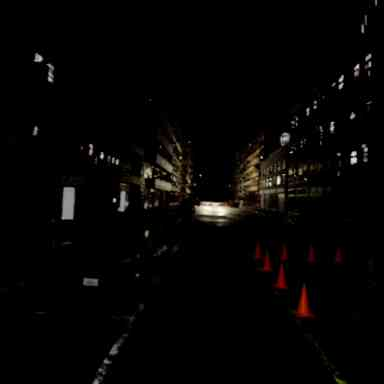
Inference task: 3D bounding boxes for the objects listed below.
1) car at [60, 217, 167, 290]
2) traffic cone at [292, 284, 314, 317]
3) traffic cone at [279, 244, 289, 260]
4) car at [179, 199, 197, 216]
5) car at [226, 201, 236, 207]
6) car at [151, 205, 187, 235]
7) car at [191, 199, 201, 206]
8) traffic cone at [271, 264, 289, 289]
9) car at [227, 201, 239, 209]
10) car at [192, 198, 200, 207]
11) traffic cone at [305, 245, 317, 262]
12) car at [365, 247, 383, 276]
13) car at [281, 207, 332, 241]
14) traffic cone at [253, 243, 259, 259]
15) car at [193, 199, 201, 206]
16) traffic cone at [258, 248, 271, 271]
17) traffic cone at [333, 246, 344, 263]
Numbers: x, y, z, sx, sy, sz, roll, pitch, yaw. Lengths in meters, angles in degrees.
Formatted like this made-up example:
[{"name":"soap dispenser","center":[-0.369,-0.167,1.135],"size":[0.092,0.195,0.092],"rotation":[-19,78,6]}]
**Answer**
[{"name":"car","center":[-2.056,1.593,9.324],"size":[1.947,1.339,4.313],"rotation":[3,-1,3]},{"name":"traffic cone","center":[2.221,2.130,6.615],"size":[0.340,0.580,0.340],"rotation":[2,-1,3]},{"name":"traffic cone","center":[3.489,2.256,12.563],"size":[0.340,0.580,0.340],"rotation":[2,-1,3]},{"name":"car","center":[-0.781,1.855,37.477],"size":[1.967,1.590,4.097],"rotation":[3,-1,3]},{"name":"car","center":[9.610,2.921,82.131],"size":[1.887,1.381,4.507],"rotation":[3,-1,3]},{"name":"car","center":[-1.554,1.706,20.415],"size":[1.752,1.417,4.829],"rotation":[3,-1,3]},{"name":"car","center":[0.996,2.392,76.887],"size":[1.967,1.590,4.097],"rotation":[3,-1,3]},{"name":"traffic cone","center":[2.312,2.158,8.613],"size":[0.340,0.580,0.340],"rotation":[2,-1,3]},{"name":"car","center":[9.110,2.752,71.041],"size":[1.752,1.417,4.829],"rotation":[3,-1,3]},{"name":"car","center":[-0.521,1.808,43.109],"size":[2.192,1.841,5.009],"rotation":[3,-1,3]},{"name":"traffic cone","center":[4.488,2.297,12.517],"size":[0.340,0.580,0.340],"rotation":[2,-1,3]},{"name":"car","center":[6.310,1.926,8.939],"size":[2.008,1.369,4.403],"rotation":[3,-1,3]},{"name":"car","center":[6.829,1.847,20.202],"size":[2.192,1.841,5.009],"rotation":[3,-1,3]},{"name":"traffic cone","center":[2.491,2.214,12.607],"size":[0.340,0.580,0.340],"rotation":[2,-1,3]},{"name":"car","center":[1.246,2.572,82.517],"size":[1.887,1.381,4.507],"rotation":[3,-1,3]},{"name":"traffic cone","center":[2.401,2.186,10.610],"size":[0.340,0.580,0.340],"rotation":[2,-1,3]},{"name":"traffic cone","center":[5.486,2.339,12.471],"size":[0.340,0.580,0.340],"rotation":[2,-1,3]}]
